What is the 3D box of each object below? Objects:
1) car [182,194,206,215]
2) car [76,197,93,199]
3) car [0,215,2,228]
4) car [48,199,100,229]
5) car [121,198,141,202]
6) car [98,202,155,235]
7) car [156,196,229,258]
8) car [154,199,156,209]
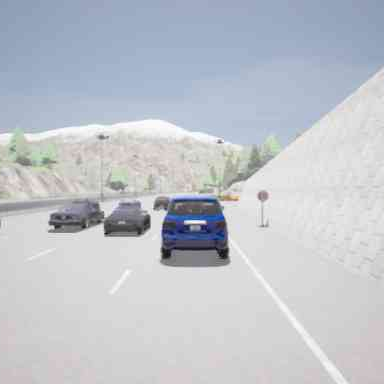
[{"bbox_3d":[0.234,1.143,31.255,2.097,1.767,4.553,0,0,2],"label":"car"},{"bbox_3d":[-10.415,1.275,32.454,2.128,1.511,4.902,0,0,0],"label":"car"},{"bbox_3d":[-10.406,1.128,13.992,2.150,2.045,5.566,0,0,0],"label":"car"},{"bbox_3d":[-6.910,1.411,20.376,2.033,1.411,5.357,0,0,0],"label":"car"},{"bbox_3d":[-6.917,1.351,37.381,1.895,1.301,4.718,0,0,0],"label":"car"},{"bbox_3d":[-3.409,1.442,18.136,1.994,1.385,4.181,0,0,0],"label":"car"},{"bbox_3d":[0.094,1.137,12.486,2.150,2.045,5.566,0,0,0],"label":"car"},{"bbox_3d":[-3.418,1.241,39.510,1.837,1.490,4.892,0,0,0],"label":"car"}]
